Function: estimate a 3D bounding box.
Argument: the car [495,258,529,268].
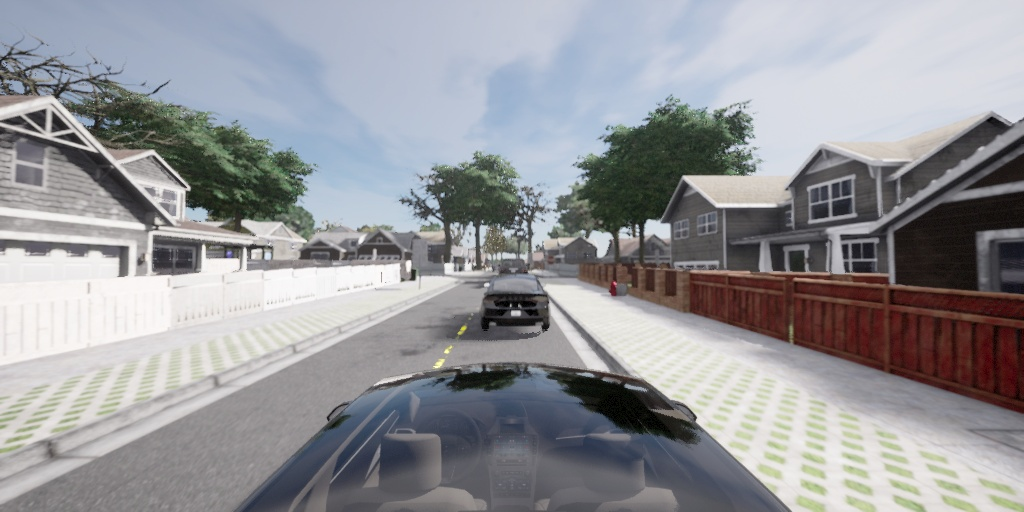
[{"bbox_3d":[0.101,1.200,27.308,2.150,2.045,5.566,0,-1,0],"label":"car"}]

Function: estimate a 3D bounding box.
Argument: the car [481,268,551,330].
[{"bbox_3d":[0.101,1.300,11.427,1.882,1.535,5.008,0,0,0],"label":"car"}]
